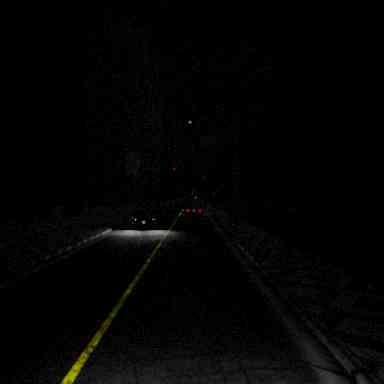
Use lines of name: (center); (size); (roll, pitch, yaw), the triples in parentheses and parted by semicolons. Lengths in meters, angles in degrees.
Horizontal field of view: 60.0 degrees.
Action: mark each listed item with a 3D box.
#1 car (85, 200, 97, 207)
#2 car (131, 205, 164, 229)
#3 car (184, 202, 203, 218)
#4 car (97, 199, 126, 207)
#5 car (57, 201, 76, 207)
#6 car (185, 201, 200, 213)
car: (-18.848, 2.308, 65.359); (4.313, 1.339, 1.947); (0, -2, 0)
car: (-3.043, 1.704, 23.418); (1.837, 1.490, 4.892); (0, -1, 0)
car: (0.172, 1.845, 34.092); (2.033, 1.411, 5.357); (0, -1, 0)
car: (-13.403, 1.877, 56.838); (4.097, 1.590, 1.967); (0, -2, -1)
car: (-24.334, 2.327, 65.364); (4.206, 1.307, 1.802); (0, -2, 0)
car: (0.141, 1.965, 44.583); (1.994, 1.385, 4.181); (0, -1, 1)
